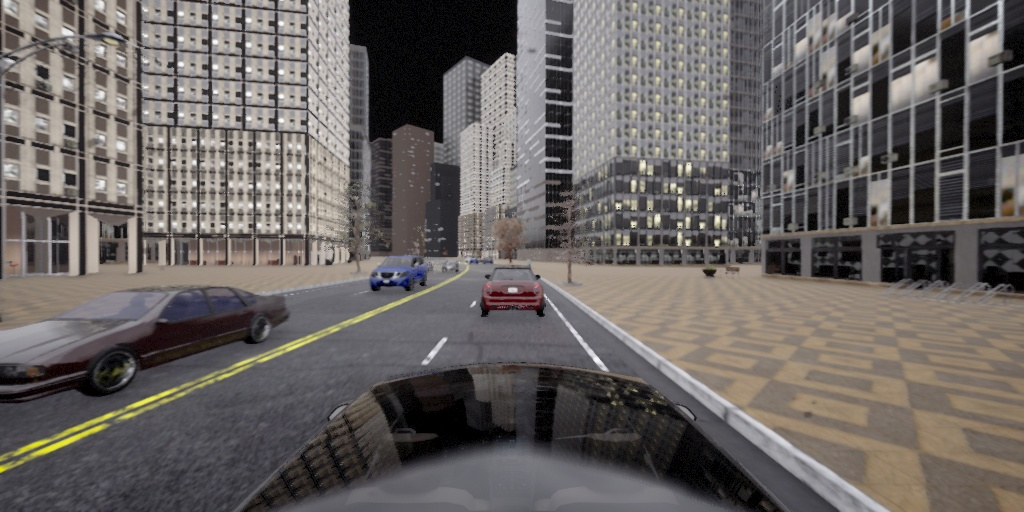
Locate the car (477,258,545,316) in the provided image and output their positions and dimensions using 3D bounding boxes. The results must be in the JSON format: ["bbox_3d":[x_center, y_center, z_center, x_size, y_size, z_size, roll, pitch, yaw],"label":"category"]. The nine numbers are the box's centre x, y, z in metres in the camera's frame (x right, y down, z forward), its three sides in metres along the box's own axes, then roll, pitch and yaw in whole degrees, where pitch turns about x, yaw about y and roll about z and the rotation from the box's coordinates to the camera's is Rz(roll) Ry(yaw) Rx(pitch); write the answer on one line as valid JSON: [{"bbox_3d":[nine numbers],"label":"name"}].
[{"bbox_3d":[0.024,1.104,13.510,2.097,1.767,4.553,0,0,0],"label":"car"}]

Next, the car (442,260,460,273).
[{"bbox_3d":[-7.404,1.212,43.768,2.128,1.511,4.902,0,0,-4],"label":"car"}]

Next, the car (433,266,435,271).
[{"bbox_3d":[-10.641,1.238,43.464,1.812,1.442,4.674,0,0,-4],"label":"car"}]

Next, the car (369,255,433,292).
[{"bbox_3d":[-6.595,0.952,21.540,2.150,2.045,5.566,0,0,0],"label":"car"}]

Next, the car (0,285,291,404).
[{"bbox_3d":[-6.592,1.281,6.822,2.033,1.411,5.357,0,0,0],"label":"car"}]
